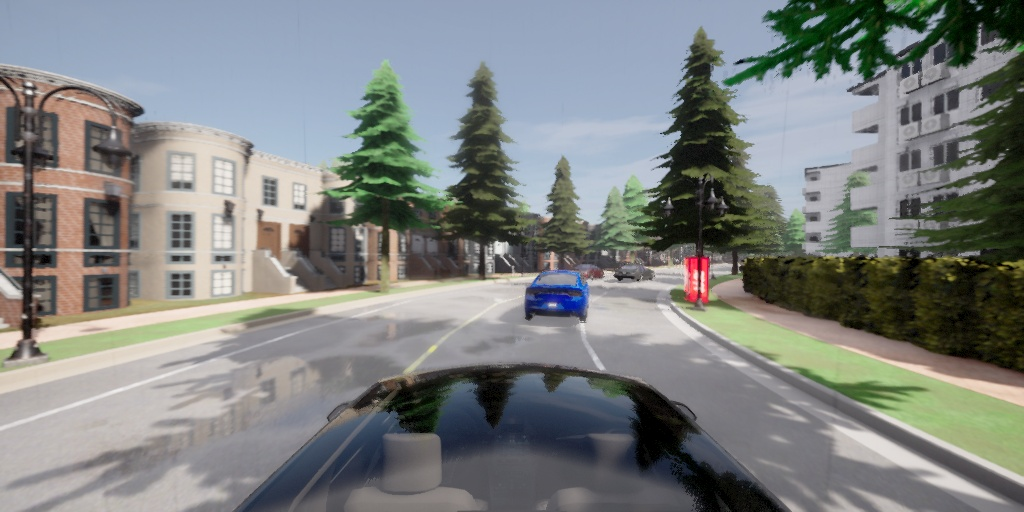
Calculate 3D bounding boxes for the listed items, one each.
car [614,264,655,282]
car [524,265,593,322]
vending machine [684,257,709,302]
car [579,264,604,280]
[{"bbox_3d":[10.355,1.392,30.138,2.033,1.411,5.357,0,0,38],"label":"car"},{"bbox_3d":[1.727,1.243,12.573,1.882,1.535,5.008,0,0,14],"label":"car"},{"bbox_3d":[7.996,1.018,15.534,1.100,2.100,0.880,0,0,21],"label":"vending machine"},{"bbox_3d":[6.310,1.372,30.733,1.994,1.385,4.181,0,0,36],"label":"car"}]
